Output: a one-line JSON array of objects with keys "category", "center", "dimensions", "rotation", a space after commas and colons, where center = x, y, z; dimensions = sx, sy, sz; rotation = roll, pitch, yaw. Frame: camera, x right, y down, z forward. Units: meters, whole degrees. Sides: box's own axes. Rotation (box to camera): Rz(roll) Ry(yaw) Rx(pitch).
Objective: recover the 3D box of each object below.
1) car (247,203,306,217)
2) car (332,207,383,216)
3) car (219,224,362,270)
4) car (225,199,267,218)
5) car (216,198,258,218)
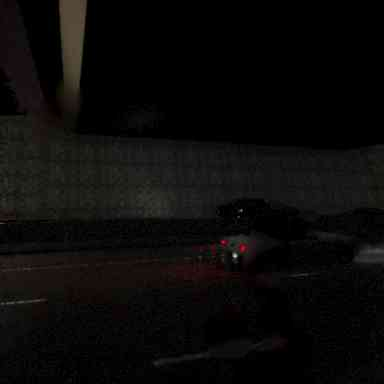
[{"category": "car", "center": [7.407, 1.913, 28.090], "dimensions": [4.674, 1.442, 1.812], "rotation": [0, -1, -21]}, {"category": "car", "center": [13.791, 1.933, 26.763], "dimensions": [5.357, 1.411, 2.033], "rotation": [0, -1, -21]}, {"category": "car", "center": [3.443, 1.761, 11.453], "dimensions": [4.718, 1.301, 1.895], "rotation": [0, -1, -21]}, {"category": "car", "center": [5.840, 1.777, 31.257], "dimensions": [4.553, 1.767, 2.097], "rotation": [0, -1, -21]}, {"category": "car", "center": [5.284, 1.692, 34.787], "dimensions": [5.566, 2.045, 2.150], "rotation": [0, -1, -21]}]
